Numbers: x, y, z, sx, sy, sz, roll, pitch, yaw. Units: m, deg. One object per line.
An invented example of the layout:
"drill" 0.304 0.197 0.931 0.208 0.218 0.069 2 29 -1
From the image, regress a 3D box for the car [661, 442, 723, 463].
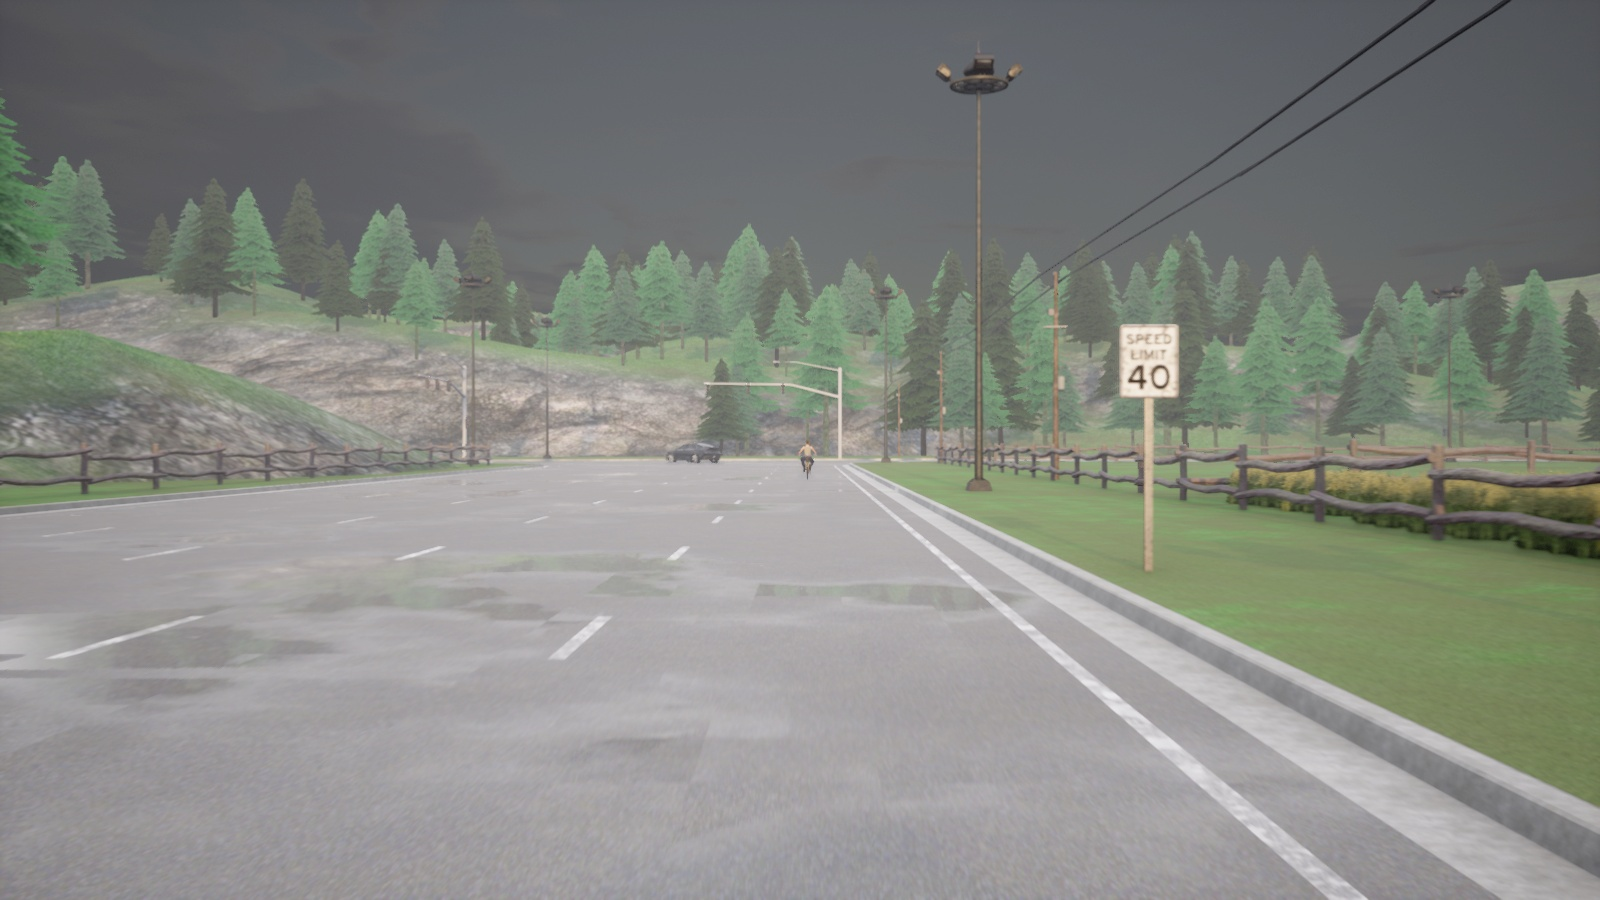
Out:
"car" -7.846 0.193 91.094 1.837 1.490 4.892 1 0 -43
